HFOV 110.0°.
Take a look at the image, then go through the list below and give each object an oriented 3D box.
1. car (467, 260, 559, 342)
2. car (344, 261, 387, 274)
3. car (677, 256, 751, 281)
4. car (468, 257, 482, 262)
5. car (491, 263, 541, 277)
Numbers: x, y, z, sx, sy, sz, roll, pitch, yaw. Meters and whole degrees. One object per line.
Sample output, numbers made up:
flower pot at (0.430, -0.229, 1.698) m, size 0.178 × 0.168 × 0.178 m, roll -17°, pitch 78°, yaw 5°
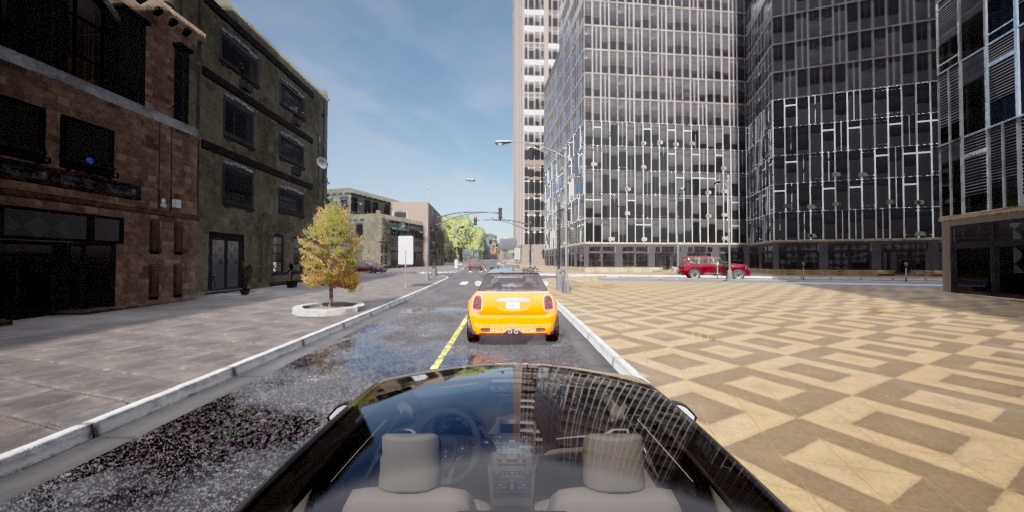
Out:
car at (0.004, 1.105, 9.980) m, size 2.097 × 1.767 × 4.553 m, roll 0°, pitch 0°, yaw 0°
car at (-16.708, 1.308, 41.469) m, size 4.674 × 1.442 × 1.812 m, roll 0°, pitch -1°, yaw 18°
car at (15.744, 0.938, 28.234) m, size 5.009 × 1.841 × 2.192 m, roll 0°, pitch 0°, yaw 18°
car at (-5.478, 1.240, 53.338) m, size 1.882 × 1.535 × 5.008 m, roll 0°, pitch 0°, yaw -6°
car at (0.427, 1.356, 35.899) m, size 4.718 × 1.301 × 1.895 m, roll 0°, pitch 0°, yaw 18°
